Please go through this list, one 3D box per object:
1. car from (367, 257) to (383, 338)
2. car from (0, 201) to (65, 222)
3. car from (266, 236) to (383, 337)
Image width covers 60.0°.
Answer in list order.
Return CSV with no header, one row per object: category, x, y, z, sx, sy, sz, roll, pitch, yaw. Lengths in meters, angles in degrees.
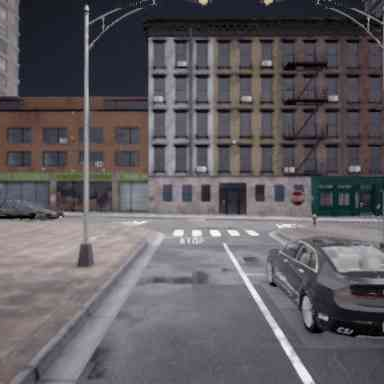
car,2.645,1.439,1.051,1.967,1.590,4.097,0,0,0
car,-11.670,1.296,22.882,5.357,1.411,2.033,1,0,0
car,2.645,1.543,6.555,2.008,1.369,4.403,0,0,0
